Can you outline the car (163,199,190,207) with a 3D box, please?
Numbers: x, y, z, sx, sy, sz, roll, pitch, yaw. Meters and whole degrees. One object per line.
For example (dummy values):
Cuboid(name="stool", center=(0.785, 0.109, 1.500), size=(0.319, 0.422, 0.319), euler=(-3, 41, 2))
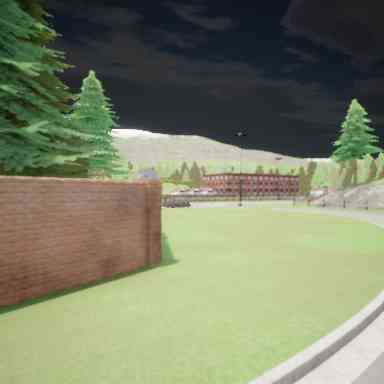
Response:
Cuboid(name="car", center=(-2.439, 1.760, 52.593), size=(4.181, 1.385, 1.994), euler=(0, 0, 10))
